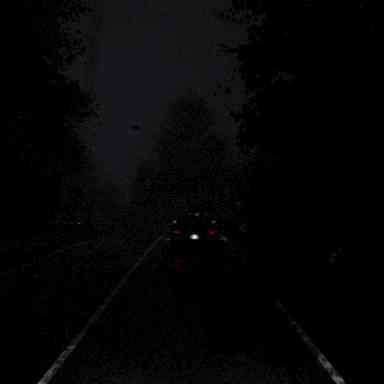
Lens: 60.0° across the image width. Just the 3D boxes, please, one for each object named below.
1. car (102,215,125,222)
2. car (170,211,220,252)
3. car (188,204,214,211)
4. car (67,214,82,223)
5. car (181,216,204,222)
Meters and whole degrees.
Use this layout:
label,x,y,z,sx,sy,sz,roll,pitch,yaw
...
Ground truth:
label,x,y,z,sx,sy,sz,roll,pitch,yaw
car,-16.119,5.416,68.139,1.882,1.535,5.008,-3,-4,36
car,0.100,1.704,14.394,1.994,1.385,4.181,0,-2,0
car,0.813,2.179,30.762,2.150,2.045,5.566,-1,-4,7
car,-18.313,4.170,51.868,1.837,1.490,4.892,1,-5,-19
car,0.128,6.026,74.195,4.718,1.301,1.895,0,-5,12
